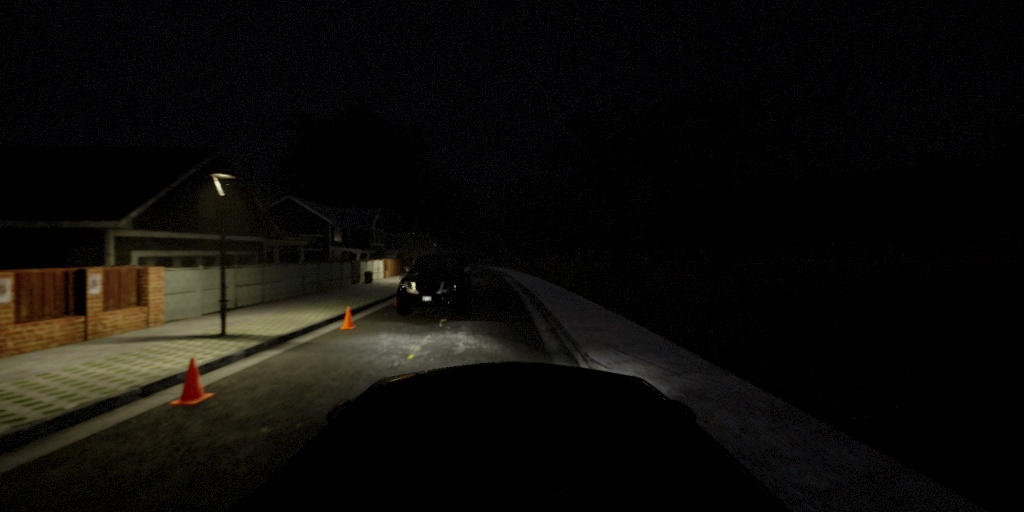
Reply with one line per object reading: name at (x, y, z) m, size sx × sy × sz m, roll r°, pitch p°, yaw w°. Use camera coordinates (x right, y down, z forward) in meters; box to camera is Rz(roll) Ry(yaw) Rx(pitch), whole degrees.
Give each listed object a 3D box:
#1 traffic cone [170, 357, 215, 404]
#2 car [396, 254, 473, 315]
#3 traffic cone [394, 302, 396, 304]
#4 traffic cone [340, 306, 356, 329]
traffic cone at (-4.435, 1.702, 4.982) m, size 0.340 × 0.580 × 0.340 m, roll 0°, pitch 0°, yaw -1°
car at (-2.720, 0.947, 13.756) m, size 2.150 × 2.045 × 5.566 m, roll 0°, pitch 0°, yaw -2°
traffic cone at (-4.711, 1.683, 14.903) m, size 0.340 × 0.580 × 0.340 m, roll 0°, pitch 0°, yaw -3°
traffic cone at (-4.534, 1.690, 9.944) m, size 0.340 × 0.580 × 0.340 m, roll 0°, pitch 0°, yaw -2°
